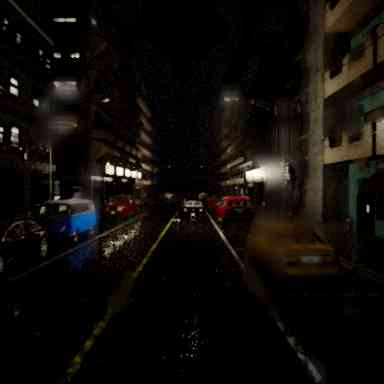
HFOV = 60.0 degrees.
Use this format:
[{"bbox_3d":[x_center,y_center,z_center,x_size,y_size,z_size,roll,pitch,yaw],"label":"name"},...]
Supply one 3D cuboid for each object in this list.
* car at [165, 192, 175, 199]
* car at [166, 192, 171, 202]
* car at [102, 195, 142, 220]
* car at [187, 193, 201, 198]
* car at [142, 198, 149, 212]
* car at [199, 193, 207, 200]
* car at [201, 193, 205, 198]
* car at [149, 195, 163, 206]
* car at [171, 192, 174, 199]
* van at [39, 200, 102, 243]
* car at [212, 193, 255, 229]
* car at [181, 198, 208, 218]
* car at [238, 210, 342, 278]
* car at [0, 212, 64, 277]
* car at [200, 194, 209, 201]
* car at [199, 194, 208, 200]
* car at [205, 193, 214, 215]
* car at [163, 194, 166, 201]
[{"bbox_3d":[-5.724,0.841,88.095,2.192,1.841,5.009,-1,0,0],"label":"car"},{"bbox_3d":[-5.716,1.196,65.689,2.008,1.369,4.403,-1,0,0],"label":"car"},{"bbox_3d":[-5.700,1.171,26.473,2.192,1.841,5.009,-1,0,0],"label":"car"},{"bbox_3d":[0.090,1.264,44.448,1.837,1.490,4.892,0,1,0],"label":"car"},{"bbox_3d":[-5.715,1.376,32.077,2.008,1.369,4.403,-1,0,0],"label":"car"},{"bbox_3d":[2.659,0.996,82.467,1.967,1.590,4.097,-1,0,0],"label":"car"},{"bbox_3d":[2.666,1.080,43.252,2.192,1.841,5.009,-1,0,0],"label":"car"},{"bbox_3d":[-5.712,1.317,48.882,1.802,1.307,4.206,-1,0,0],"label":"car"},{"bbox_3d":[-5.718,1.136,76.892,2.008,1.369,4.403,-1,0,0],"label":"car"},{"bbox_3d":[-5.674,1.258,15.269,1.690,1.788,3.998,-1,0,0],"label":"van"},{"bbox_3d":[2.671,1.201,20.844,2.192,1.841,5.009,-1,0,0],"label":"car"},{"bbox_3d":[0.094,1.447,28.156,1.895,1.301,4.718,0,0,0],"label":"car"},{"bbox_3d":[2.677,1.471,9.812,1.752,1.417,4.829,-1,0,0],"label":"car"},{"bbox_3d":[-5.670,1.498,9.668,2.008,1.369,4.403,-1,0,0],"label":"car"},{"bbox_3d":[2.663,1.139,71.433,1.752,1.417,4.829,-1,0,0],"label":"car"},{"bbox_3d":[2.662,1.151,76.865,1.947,1.339,4.313,-1,0,0],"label":"car"},{"bbox_3d":[2.669,1.140,32.048,2.192,1.841,5.009,-1,0,0],"label":"car"},{"bbox_3d":[-5.713,1.287,54.484,1.802,1.307,4.206,-1,0,0],"label":"car"}]
